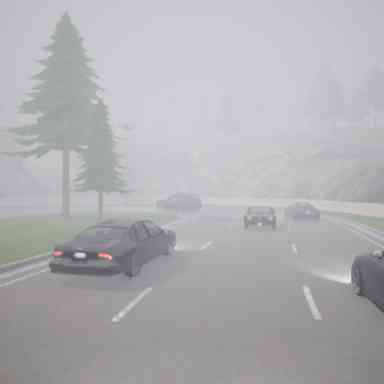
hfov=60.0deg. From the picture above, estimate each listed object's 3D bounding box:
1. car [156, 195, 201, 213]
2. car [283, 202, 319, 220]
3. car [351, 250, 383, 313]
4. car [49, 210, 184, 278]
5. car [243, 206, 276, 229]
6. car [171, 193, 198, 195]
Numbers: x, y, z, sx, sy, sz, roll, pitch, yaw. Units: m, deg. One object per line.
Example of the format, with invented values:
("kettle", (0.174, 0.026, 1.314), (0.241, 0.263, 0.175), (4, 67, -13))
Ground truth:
("car", (-1.514, 1.400, 34.734), (4.902, 1.511, 2.128), (0, 0, 45))
("car", (8.828, 1.508, 27.167), (1.994, 1.385, 4.181), (0, 0, 2))
("car", (4.294, 1.555, 5.761), (1.994, 1.385, 4.181), (0, 0, 10))
("car", (-2.010, 1.518, 10.196), (2.033, 1.411, 5.357), (0, 0, 14))
("car", (4.405, 1.553, 21.255), (1.895, 1.301, 4.718), (0, 0, 14))
("car", (-1.600, 1.118, 39.154), (5.566, 2.045, 2.150), (0, -1, 30))
